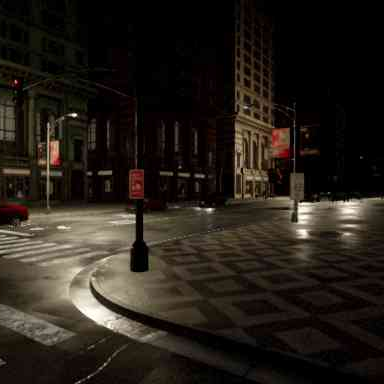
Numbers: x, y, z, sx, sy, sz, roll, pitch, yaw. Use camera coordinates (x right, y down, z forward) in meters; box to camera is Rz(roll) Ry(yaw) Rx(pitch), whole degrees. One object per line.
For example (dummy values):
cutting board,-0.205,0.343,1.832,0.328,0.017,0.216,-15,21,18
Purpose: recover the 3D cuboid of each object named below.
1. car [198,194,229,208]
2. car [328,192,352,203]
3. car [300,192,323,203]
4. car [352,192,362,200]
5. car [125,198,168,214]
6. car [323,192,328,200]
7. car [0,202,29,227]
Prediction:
car,2.594,1.019,39.526,1.837,1.490,4.892,0,1,35
car,22.439,0.833,50.303,1.812,1.442,4.674,0,1,36
car,17.243,0.910,48.590,1.994,1.385,4.181,0,1,35
car,29.593,0.674,60.380,1.812,1.442,4.674,0,1,35
car,-4.040,1.222,30.201,1.994,1.385,4.181,0,1,35
car,22.983,0.713,56.673,2.128,1.511,4.902,0,1,35
car,-11.996,1.313,18.999,1.882,1.535,5.008,0,1,35
